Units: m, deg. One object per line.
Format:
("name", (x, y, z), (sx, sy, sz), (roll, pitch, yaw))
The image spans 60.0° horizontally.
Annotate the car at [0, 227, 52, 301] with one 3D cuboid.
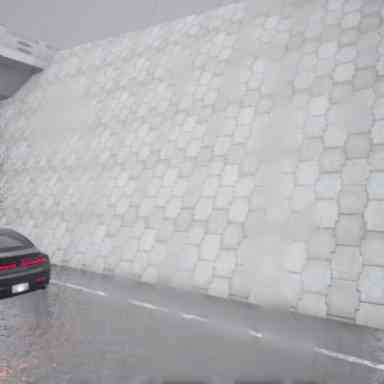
("car", (-5.219, 1.554, 7.699), (4.892, 1.490, 1.837), (0, 0, 35))
